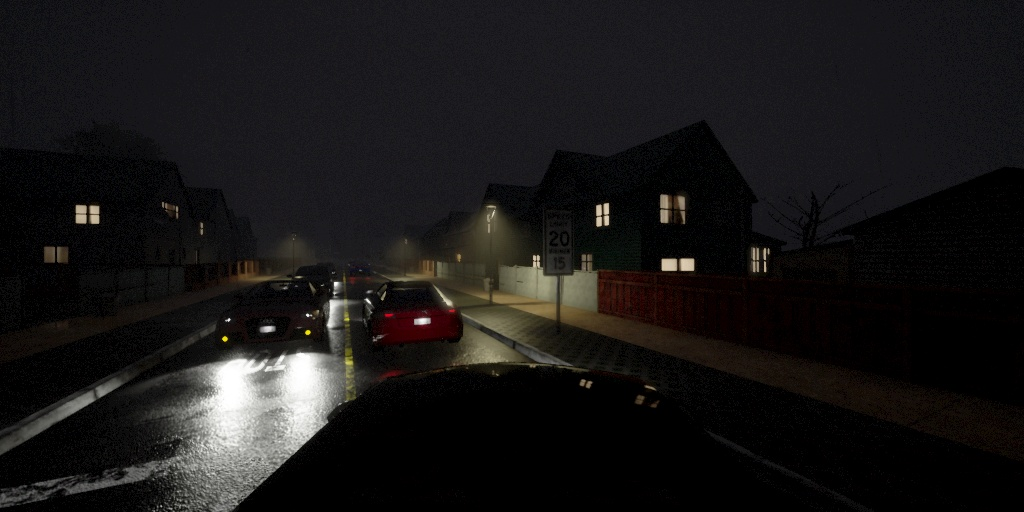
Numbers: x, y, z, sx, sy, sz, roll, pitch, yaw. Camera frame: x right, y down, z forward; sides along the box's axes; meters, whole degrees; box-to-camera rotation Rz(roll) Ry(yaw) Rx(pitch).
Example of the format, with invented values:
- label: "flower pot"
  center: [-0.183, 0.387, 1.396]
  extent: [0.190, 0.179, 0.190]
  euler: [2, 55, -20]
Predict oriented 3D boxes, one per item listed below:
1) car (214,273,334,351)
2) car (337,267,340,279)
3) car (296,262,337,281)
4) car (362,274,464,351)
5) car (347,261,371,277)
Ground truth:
- label: "car"
  center: [-5.821, 1.318, 9.166]
  extent: [1.994, 1.385, 4.181]
  euler: [0, 0, -24]
- label: "car"
  center: [-15.398, 1.263, 29.505]
  extent: [1.837, 1.490, 4.892]
  euler: [0, 0, -25]
- label: "car"
  center: [-10.192, 1.259, 18.419]
  extent: [1.837, 1.490, 4.892]
  euler: [0, 0, -25]
- label: "car"
  center: [-2.698, 1.315, 9.198]
  extent: [1.994, 1.385, 4.181]
  euler: [0, 0, -25]
- label: "car"
  center: [-15.575, 1.232, 36.640]
  extent: [1.882, 1.535, 5.008]
  euler: [0, 0, -25]
